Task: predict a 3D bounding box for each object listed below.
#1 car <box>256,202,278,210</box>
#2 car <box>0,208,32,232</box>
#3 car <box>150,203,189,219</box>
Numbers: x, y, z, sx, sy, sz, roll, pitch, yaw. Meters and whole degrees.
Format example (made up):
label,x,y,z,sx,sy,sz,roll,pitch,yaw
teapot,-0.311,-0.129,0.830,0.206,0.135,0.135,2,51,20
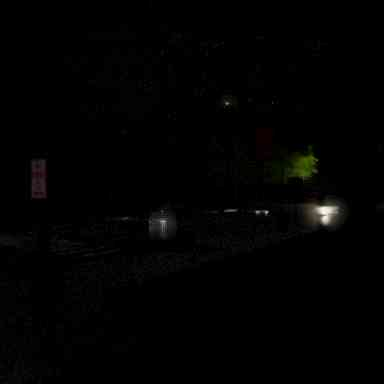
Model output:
label,x,y,z,sx,sy,sz,roll,pitch,yaw
car,11.674,2.128,51.675,1.895,1.301,4.718,-1,-1,36
car,-12.011,1.663,19.674,4.674,1.442,1.812,1,-1,-44
car,-2.100,1.816,32.560,1.812,1.442,4.674,-1,-1,36
